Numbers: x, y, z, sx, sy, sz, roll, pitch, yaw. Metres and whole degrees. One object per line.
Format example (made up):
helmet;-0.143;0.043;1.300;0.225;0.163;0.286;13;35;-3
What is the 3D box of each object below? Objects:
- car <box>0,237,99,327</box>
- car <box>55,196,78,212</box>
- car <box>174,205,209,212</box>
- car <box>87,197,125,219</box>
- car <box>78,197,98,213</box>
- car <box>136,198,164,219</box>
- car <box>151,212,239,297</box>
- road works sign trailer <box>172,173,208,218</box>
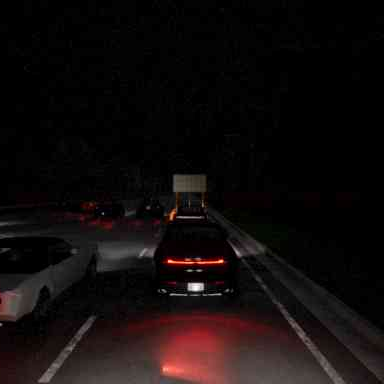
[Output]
car;-3.431;1.601;6.996;1.895;1.301;4.718;0;0;0
car;-14.184;1.355;38.960;2.097;1.767;4.553;0;0;-1
car;-0.045;1.489;18.953;2.128;1.511;4.902;0;0;1
car;-7.102;1.493;28.948;2.128;1.511;4.902;0;0;0
car;-10.670;1.355;37.334;2.097;1.767;4.553;0;0;0
car;-3.613;1.353;29.524;2.097;1.767;4.553;0;0;-1
car;0.054;1.505;8.567;1.837;1.490;4.892;0;0;0
road works sign trailer;-0.169;0.466;22.823;2.380;3.560;2.880;0;0;-3
